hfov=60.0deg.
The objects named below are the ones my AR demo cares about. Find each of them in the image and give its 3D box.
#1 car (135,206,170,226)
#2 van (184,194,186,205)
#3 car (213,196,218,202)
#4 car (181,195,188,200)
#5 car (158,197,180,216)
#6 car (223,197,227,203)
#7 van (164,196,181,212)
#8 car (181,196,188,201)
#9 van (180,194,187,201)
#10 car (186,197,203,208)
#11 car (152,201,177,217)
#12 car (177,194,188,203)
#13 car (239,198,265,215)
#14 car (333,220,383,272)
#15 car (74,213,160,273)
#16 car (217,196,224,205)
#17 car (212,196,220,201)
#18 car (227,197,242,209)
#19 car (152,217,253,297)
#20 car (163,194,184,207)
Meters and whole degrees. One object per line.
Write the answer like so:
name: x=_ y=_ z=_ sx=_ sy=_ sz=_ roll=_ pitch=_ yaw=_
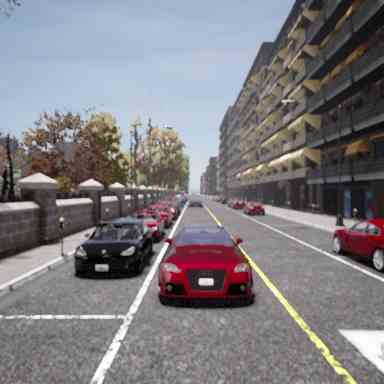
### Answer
car: x=-2.277 y=1.576 z=16.305 sx=1.802 sy=1.307 sz=4.206 roll=0 pitch=0 yaw=0
van: x=-2.164 y=1.365 z=50.084 sx=1.690 sy=1.788 sz=3.998 roll=0 pitch=0 yaw=0
car: x=6.292 y=1.496 z=72.576 sx=1.967 sy=1.590 sz=4.097 roll=0 pitch=0 yaw=0
car: x=-2.013 y=1.646 z=95.125 sx=1.887 sy=1.381 sz=4.507 roll=0 pitch=0 yaw=0
car: x=-2.238 y=1.439 z=27.561 sx=1.967 sy=1.590 sz=4.097 roll=0 pitch=0 yaw=0
car: x=6.217 y=1.607 z=50.056 sx=1.802 sy=1.307 sz=4.206 roll=0 pitch=0 yaw=0
van: x=-2.201 y=1.352 z=38.823 sx=1.690 sy=1.788 sz=3.998 roll=0 pitch=0 yaw=0
car: x=-2.032 y=1.670 z=89.495 sx=1.802 sy=1.307 sz=4.206 roll=0 pitch=0 yaw=0
van: x=-2.050 y=1.417 z=83.864 sx=1.690 sy=1.788 sz=3.998 roll=0 pitch=0 yaw=0
car: x=0.516 y=1.585 z=47.144 sx=1.994 sy=1.385 sz=4.181 roll=0 pitch=0 yaw=0
car: x=-2.258 y=1.539 z=21.933 sx=1.887 sy=1.381 sz=4.507 roll=0 pitch=0 yaw=0
car: x=-2.088 y=1.370 z=72.604 sx=2.192 sy=1.841 sz=5.009 roll=0 pitch=0 yaw=0
car: x=6.160 y=1.588 z=33.163 sx=1.802 sy=1.307 sz=4.206 roll=0 pitch=0 yaw=0
car: x=6.085 y=1.542 z=10.645 sx=1.887 sy=1.381 sz=4.507 roll=0 pitch=0 yaw=0
car: x=-2.295 y=1.562 z=10.674 sx=1.947 sy=1.339 sz=4.313 roll=0 pitch=0 yaw=0
car: x=6.254 y=1.604 z=61.316 sx=1.947 sy=1.339 sz=4.313 roll=0 pitch=0 yaw=0
car: x=6.349 y=1.671 z=89.467 sx=1.802 sy=1.307 sz=4.206 roll=0 pitch=0 yaw=0
car: x=6.198 y=1.459 z=44.425 sx=1.967 sy=1.590 sz=4.097 roll=0 pitch=0 yaw=0
car: x=0.291 y=1.561 z=8.462 sx=1.994 sy=1.385 sz=4.181 roll=0 pitch=0 yaw=0
car: x=-2.221 y=1.320 z=33.192 sx=2.192 sy=1.841 sz=5.009 roll=0 pitch=0 yaw=0
